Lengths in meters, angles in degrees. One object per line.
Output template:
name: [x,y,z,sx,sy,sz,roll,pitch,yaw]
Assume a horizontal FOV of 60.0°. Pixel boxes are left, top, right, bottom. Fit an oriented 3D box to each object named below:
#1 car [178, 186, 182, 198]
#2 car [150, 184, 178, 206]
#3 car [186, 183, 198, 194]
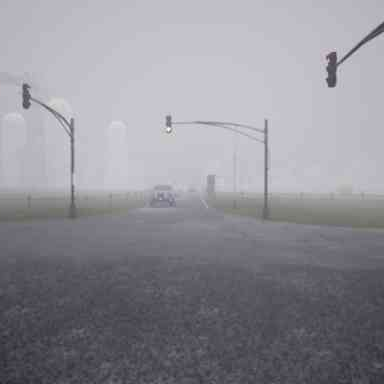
car: [-2.812,0.068,48.765,1.812,1.442,4.674,0,2,0]
car: [-2.862,0.223,33.251,2.150,2.045,5.566,0,2,0]
car: [0.018,-0.374,63.139,1.837,1.490,4.892,0,2,0]
